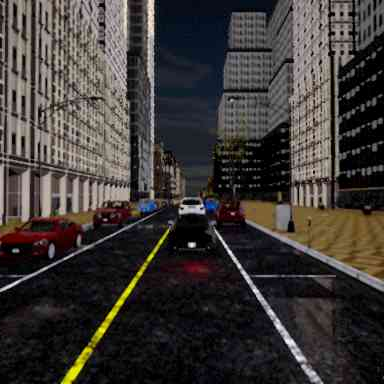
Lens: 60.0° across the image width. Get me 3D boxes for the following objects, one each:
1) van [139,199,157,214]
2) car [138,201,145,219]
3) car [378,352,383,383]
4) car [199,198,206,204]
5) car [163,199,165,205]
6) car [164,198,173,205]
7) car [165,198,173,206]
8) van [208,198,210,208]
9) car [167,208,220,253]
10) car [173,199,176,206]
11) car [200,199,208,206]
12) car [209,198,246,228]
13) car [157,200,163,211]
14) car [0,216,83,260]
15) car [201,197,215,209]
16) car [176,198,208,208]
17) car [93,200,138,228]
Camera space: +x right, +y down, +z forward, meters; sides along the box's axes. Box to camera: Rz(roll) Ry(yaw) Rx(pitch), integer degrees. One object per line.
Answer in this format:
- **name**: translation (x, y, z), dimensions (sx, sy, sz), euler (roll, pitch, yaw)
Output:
- **van**: translation (-5.691, 1.750, 41.427), dimensions (1.690, 1.788, 3.998), euler (0, -1, 0)
- **car**: translation (-5.690, 1.818, 29.879), dimensions (1.752, 1.417, 4.829), euler (0, -1, 0)
- **car**: translation (2.694, 1.567, 1.580), dimensions (2.008, 1.369, 4.403), euler (0, -1, 0)
- **car**: translation (2.986, 2.426, 94.299), dimensions (1.801, 1.575, 5.366), euler (0, -1, 0)
- **car**: translation (-5.694, 2.049, 52.633), dimensions (1.752, 1.417, 4.829), euler (0, -1, 0)
- **car**: translation (-5.697, 2.268, 81.248), dimensions (1.967, 1.590, 4.097), euler (0, -1, 0)
- **car**: translation (-5.696, 2.256, 69.869), dimensions (2.008, 1.369, 4.403), euler (0, -1, 0)
- **van**: translation (2.696, 1.808, 47.092), dimensions (1.690, 1.788, 3.998), euler (0, -1, 0)
- **car**: translation (0.001, 1.648, 14.307), dimensions (1.837, 1.490, 4.892), euler (0, 0, 0)
- **car**: translation (-3.011, 2.192, 70.997), dimensions (1.882, 1.535, 5.008), euler (0, -1, 0)
- **car**: translation (2.666, 2.348, 75.533), dimensions (1.802, 1.307, 4.206), euler (0, -1, 0)
- **car**: translation (2.697, 1.553, 24.337), dimensions (2.192, 1.841, 5.009), euler (0, -1, 0)
- **car**: translation (-5.692, 1.907, 47.115), dimensions (1.967, 1.590, 4.097), euler (0, -1, 0)
- **car**: translation (-5.688, 1.671, 12.982), dimensions (1.887, 1.381, 4.507), euler (0, -1, 0)
- **car**: translation (2.697, 1.900, 58.470), dimensions (2.192, 1.841, 5.009), euler (0, -1, 0)
- **car**: translation (-0.004, 1.501, 29.010), dimensions (2.150, 2.045, 5.566), euler (0, 0, 0)
- **car**: translation (-5.688, 1.553, 24.362), dimensions (2.192, 1.841, 5.009), euler (0, -1, 0)
